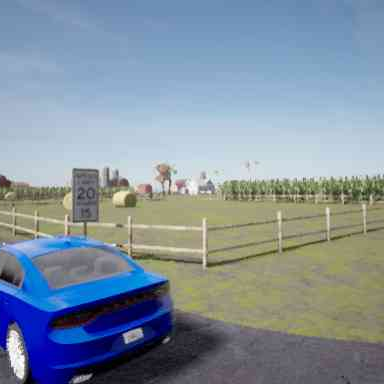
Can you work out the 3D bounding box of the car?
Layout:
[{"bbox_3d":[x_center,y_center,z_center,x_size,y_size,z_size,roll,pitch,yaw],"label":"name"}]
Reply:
[{"bbox_3d":[-2.419,1.508,5.571,1.882,1.535,5.008,-3,2,-45],"label":"car"}]
